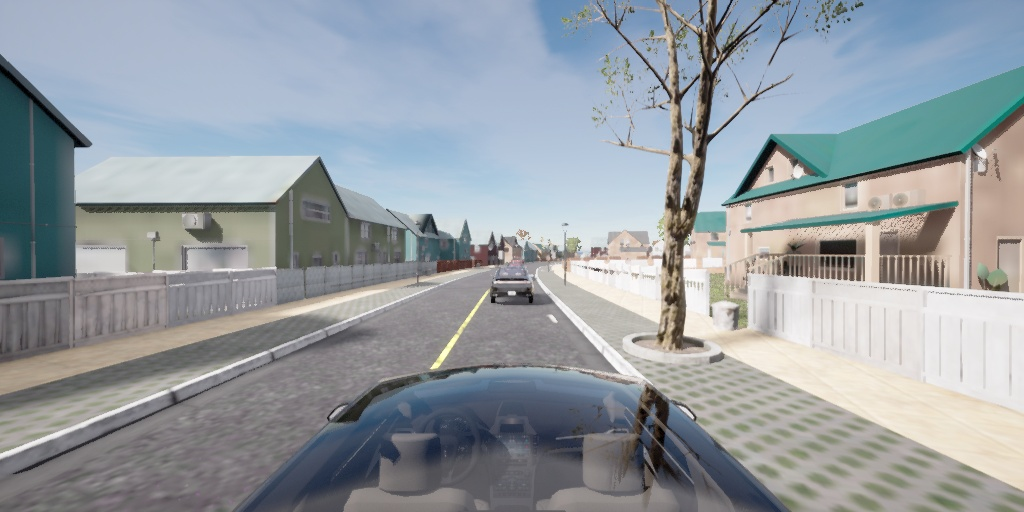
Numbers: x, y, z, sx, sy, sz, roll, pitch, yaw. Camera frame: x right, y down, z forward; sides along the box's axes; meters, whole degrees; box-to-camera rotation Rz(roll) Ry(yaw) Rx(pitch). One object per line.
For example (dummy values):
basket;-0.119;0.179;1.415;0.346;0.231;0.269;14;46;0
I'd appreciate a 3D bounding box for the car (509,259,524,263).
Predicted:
car;0.306;1.290;31.469;2.128;1.511;4.902;0;0;2

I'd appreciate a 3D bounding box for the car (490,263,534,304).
car;0.000;1.253;16.529;2.128;1.511;4.902;0;0;0
